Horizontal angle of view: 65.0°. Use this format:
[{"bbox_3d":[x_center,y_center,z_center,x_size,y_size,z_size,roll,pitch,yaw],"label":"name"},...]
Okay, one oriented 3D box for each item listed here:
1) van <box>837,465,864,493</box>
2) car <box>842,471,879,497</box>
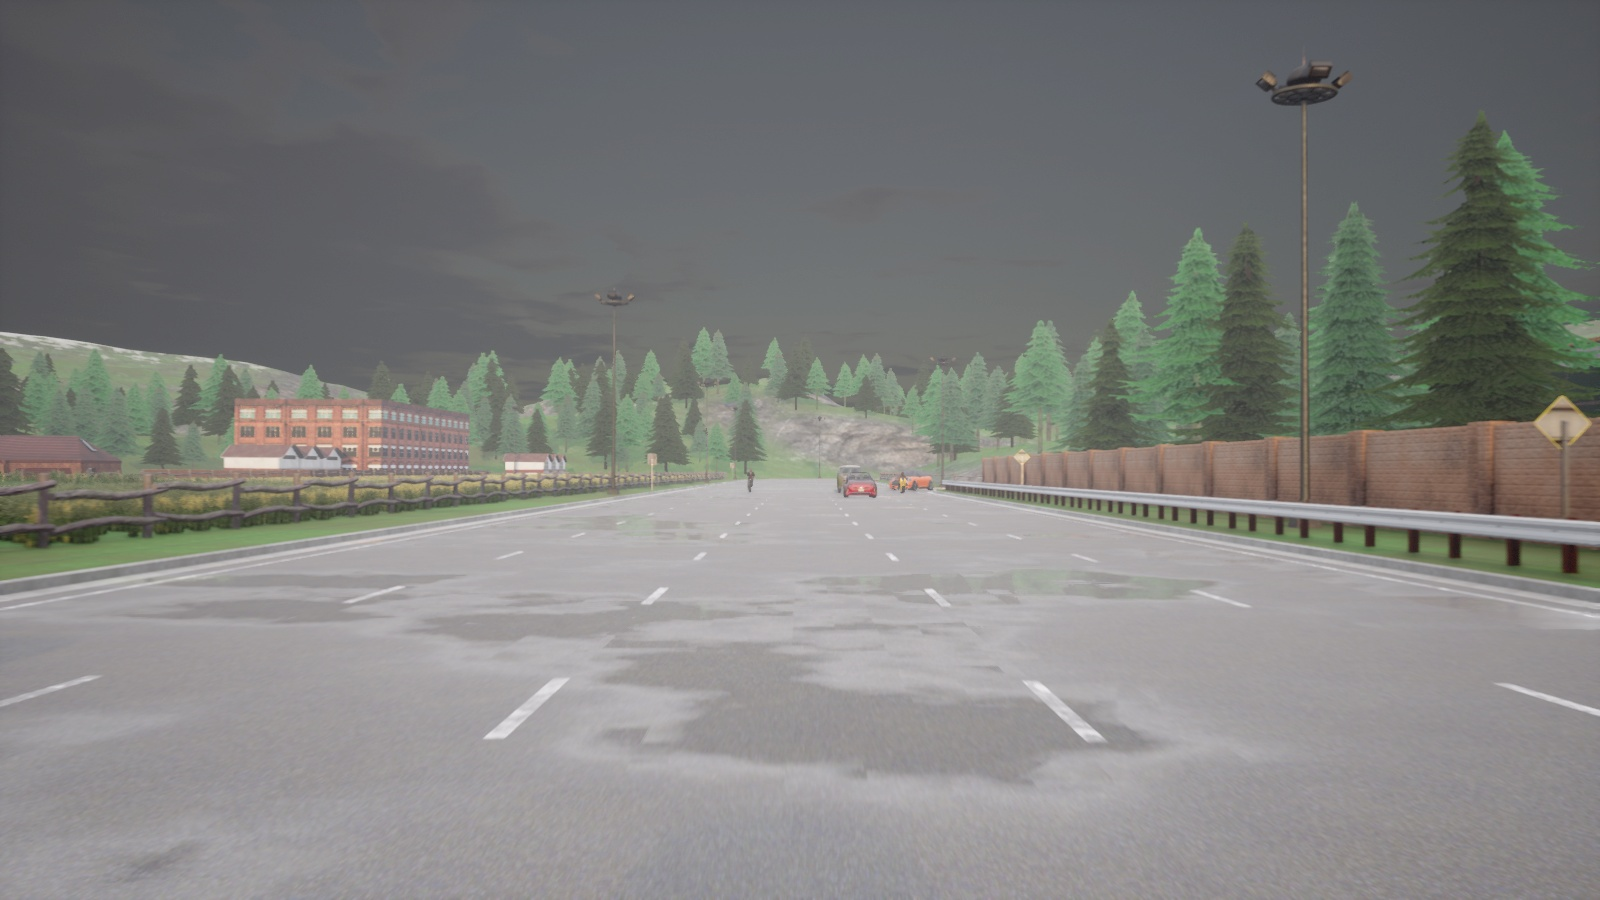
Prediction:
[{"bbox_3d":[3.586,2.061,90.180,1.775,1.987,4.442,0,-1,0],"label":"van"},{"bbox_3d":[3.531,1.983,73.939,2.007,1.525,4.514,0,-1,0],"label":"car"}]
